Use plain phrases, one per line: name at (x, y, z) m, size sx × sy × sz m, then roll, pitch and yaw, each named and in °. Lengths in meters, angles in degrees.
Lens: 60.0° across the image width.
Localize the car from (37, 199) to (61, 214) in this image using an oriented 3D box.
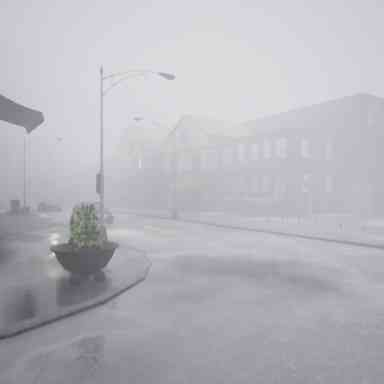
car at (-15.231, 1.504, 35.470) m, size 1.812 × 1.442 × 4.674 m, roll 0°, pitch 0°, yaw -34°

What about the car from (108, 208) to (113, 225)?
car at (-7.078, 1.472, 23.360) m, size 2.128 × 1.511 × 4.902 m, roll 0°, pitch 0°, yaw -34°
